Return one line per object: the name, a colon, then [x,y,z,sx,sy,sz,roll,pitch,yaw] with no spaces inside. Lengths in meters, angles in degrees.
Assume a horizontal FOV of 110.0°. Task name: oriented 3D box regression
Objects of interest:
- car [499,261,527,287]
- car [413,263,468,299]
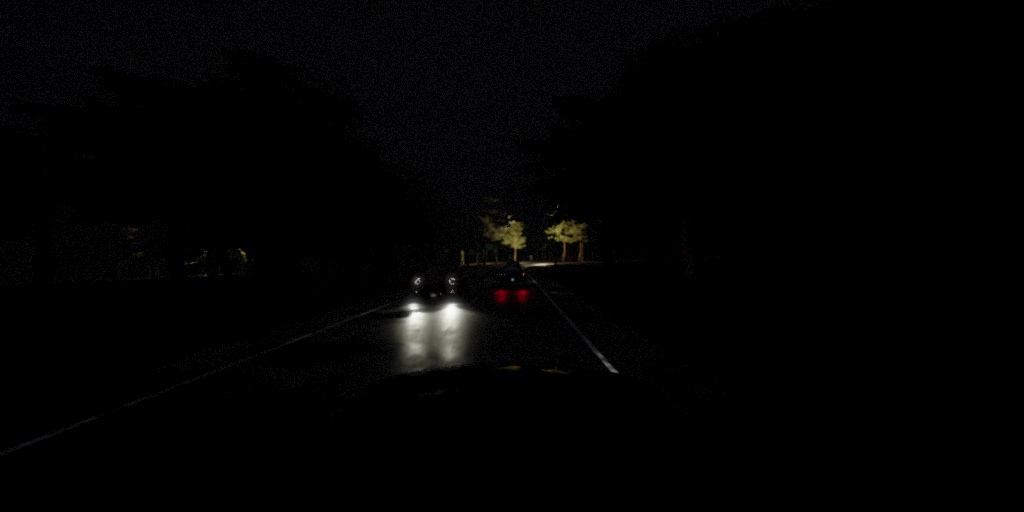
car: [0.052,1.308,25.081,1.812,1.442,4.674,0,0,0]
car: [-3.475,1.149,18.101,2.097,1.767,4.553,0,0,0]
